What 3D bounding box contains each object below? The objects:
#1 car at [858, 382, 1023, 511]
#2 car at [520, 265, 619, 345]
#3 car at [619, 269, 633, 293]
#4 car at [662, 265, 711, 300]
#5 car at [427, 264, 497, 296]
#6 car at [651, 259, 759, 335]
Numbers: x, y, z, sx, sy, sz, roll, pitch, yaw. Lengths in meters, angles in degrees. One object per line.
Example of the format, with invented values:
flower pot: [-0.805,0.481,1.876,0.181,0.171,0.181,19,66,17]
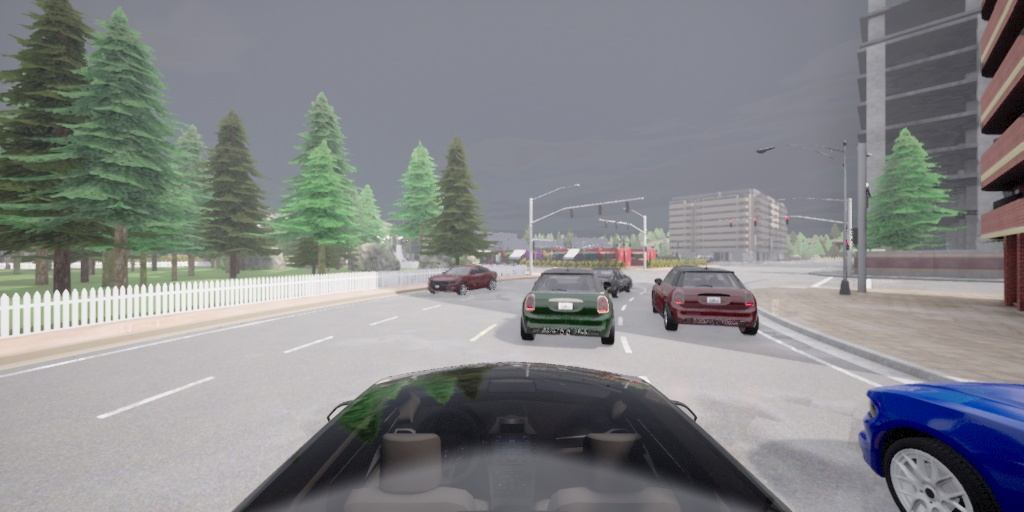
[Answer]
car: [3.812,1.228,0.869,1.882,1.535,5.008,0,0,0]
car: [1.616,1.103,9.817,2.097,1.767,4.553,0,0,13]
car: [4.868,1.299,18.568,2.033,1.411,5.357,0,0,29]
car: [9.297,1.258,18.875,1.837,1.490,4.892,0,0,31]
car: [-2.578,1.227,19.672,1.882,1.535,5.008,0,0,25]
car: [5.526,1.104,10.859,2.097,1.767,4.553,0,0,15]
